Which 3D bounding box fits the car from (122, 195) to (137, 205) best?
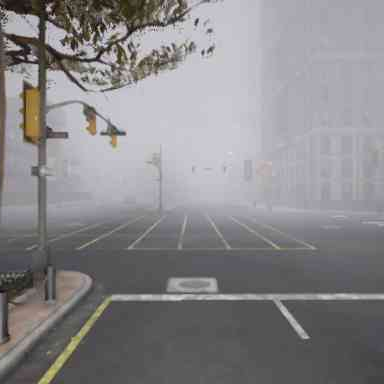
[{"bbox_3d":[-11.510,1.387,61.639,2.097,1.767,4.553,0,0,0],"label":"car"}]
